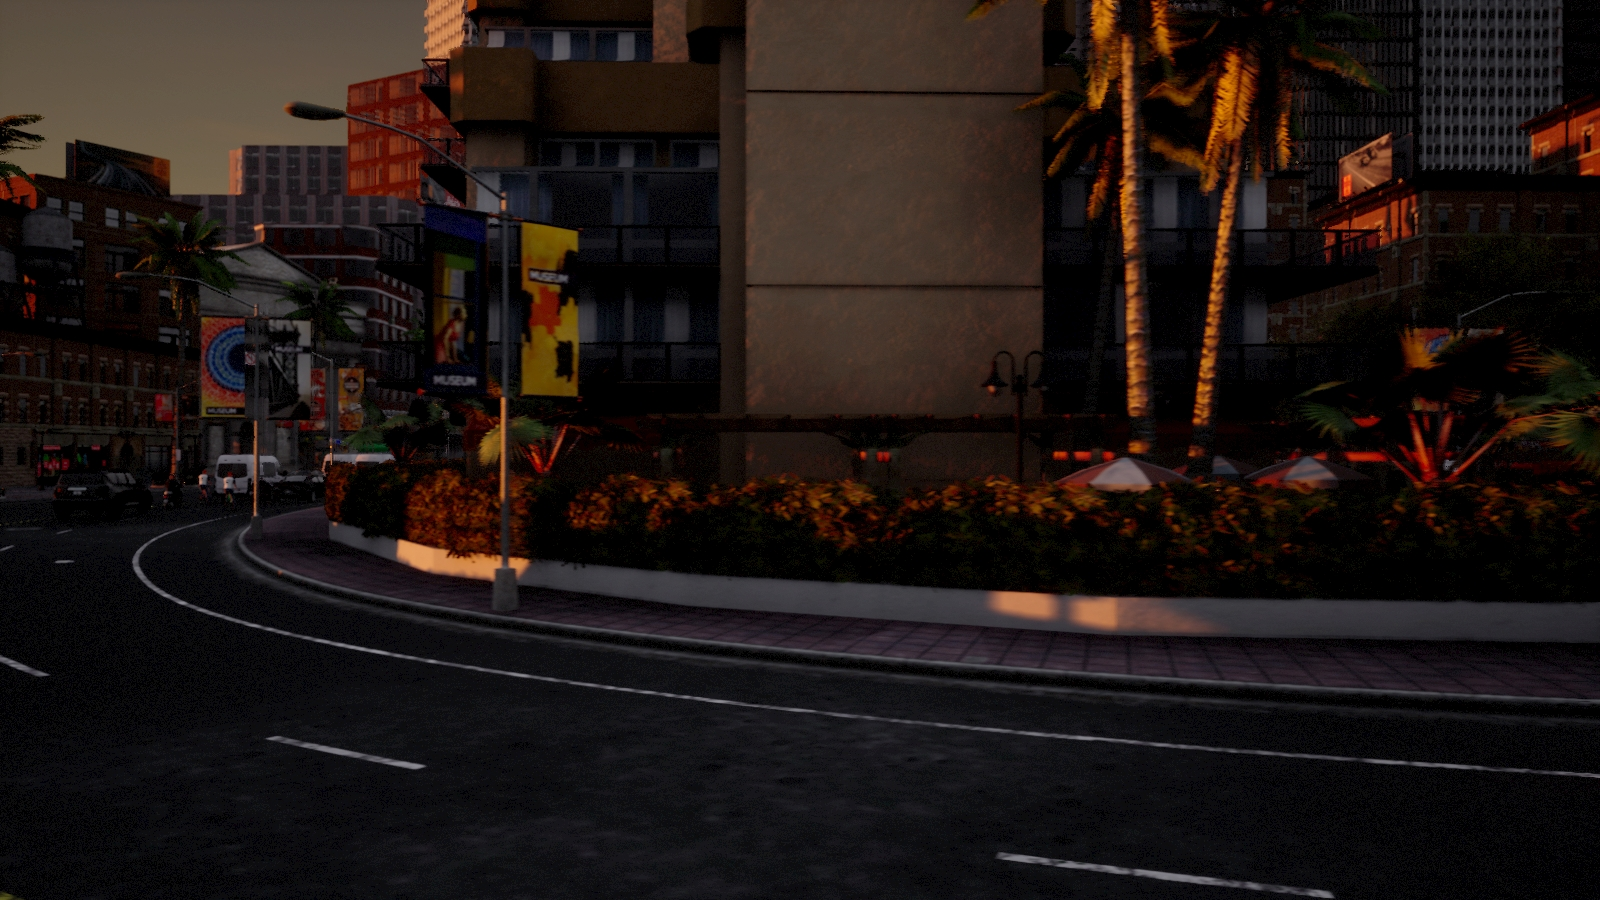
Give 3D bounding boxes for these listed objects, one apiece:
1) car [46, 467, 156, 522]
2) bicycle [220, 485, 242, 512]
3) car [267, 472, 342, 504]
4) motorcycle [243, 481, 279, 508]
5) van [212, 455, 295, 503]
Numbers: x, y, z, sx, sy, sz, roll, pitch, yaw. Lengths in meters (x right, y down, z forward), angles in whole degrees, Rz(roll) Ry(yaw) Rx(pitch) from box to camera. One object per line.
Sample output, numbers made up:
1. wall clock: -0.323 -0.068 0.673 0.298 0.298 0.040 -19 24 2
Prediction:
1. car: -29.033 1.787 47.707 2.150 2.045 5.566 0 0 -12
2. bicycle: -26.308 2.215 52.837 0.373 1.196 1.643 0 0 -7
3. car: -27.047 2.045 62.592 2.097 1.535 5.006 0 0 -2
4. motorcycle: -26.785 2.215 56.807 0.867 1.251 2.209 0 0 -4
5. van: -30.596 1.545 64.180 1.988 2.561 5.915 0 0 -2
